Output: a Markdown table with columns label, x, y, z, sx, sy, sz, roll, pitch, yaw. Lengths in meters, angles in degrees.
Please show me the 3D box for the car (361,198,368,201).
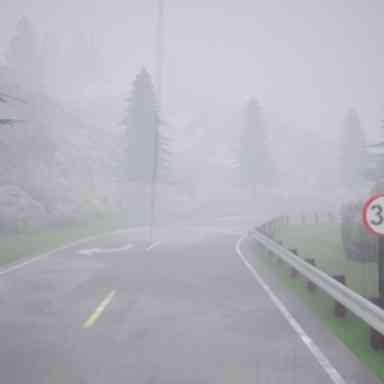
| label | x | y | z | sx | sy | sz | roll | pitch | yaw |
| --- | --- | --- | --- | --- | --- | --- | --- | --- | --- |
| car | 17.118 | 1.335 | 31.914 | 4.553 | 1.767 | 2.097 | 0 | 0 | 0 |
